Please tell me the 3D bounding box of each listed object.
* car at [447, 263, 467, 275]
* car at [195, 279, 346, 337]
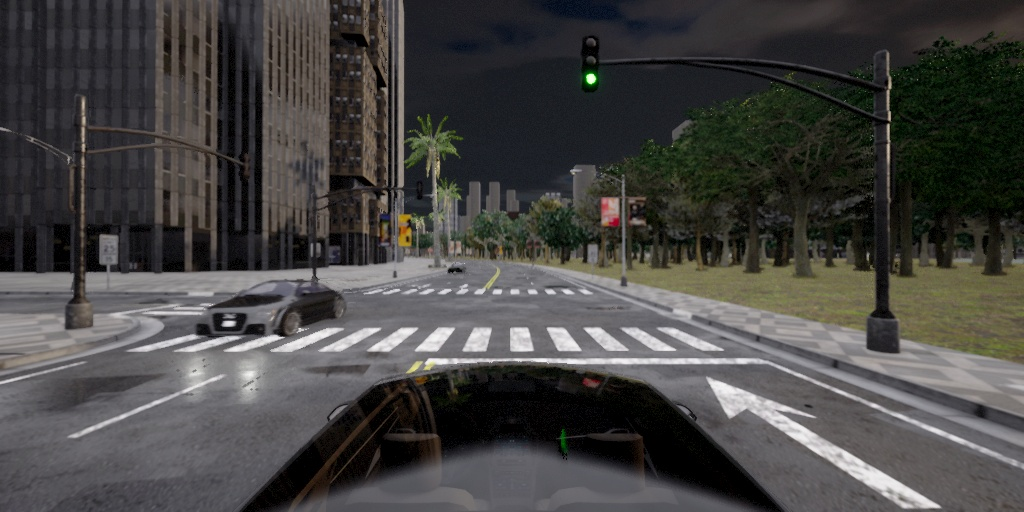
[{"bbox_3d":[-6.645,1.556,43.679,1.895,1.301,4.718,0,0,-1],"label":"car"},{"bbox_3d":[-6.526,1.380,10.262,1.994,1.385,4.181,0,0,0],"label":"car"}]
